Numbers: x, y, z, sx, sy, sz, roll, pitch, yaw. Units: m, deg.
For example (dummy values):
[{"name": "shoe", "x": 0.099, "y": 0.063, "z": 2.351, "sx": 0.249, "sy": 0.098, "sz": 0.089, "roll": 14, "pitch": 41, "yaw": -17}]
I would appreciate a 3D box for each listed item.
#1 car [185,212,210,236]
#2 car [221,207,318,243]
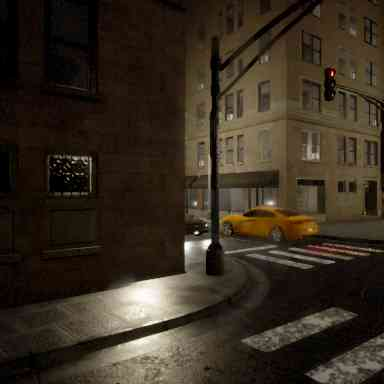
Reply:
[{"name": "car", "x": -1.331, "y": 1.515, "z": 17.726, "sx": 2.033, "sy": 1.411, "sz": 5.357, "roll": 0, "pitch": 0, "yaw": -36}, {"name": "car", "x": 3.533, "y": 1.456, "z": 16.090, "sx": 1.882, "sy": 1.535, "sz": 5.008, "roll": -1, "pitch": 1, "yaw": -38}]
